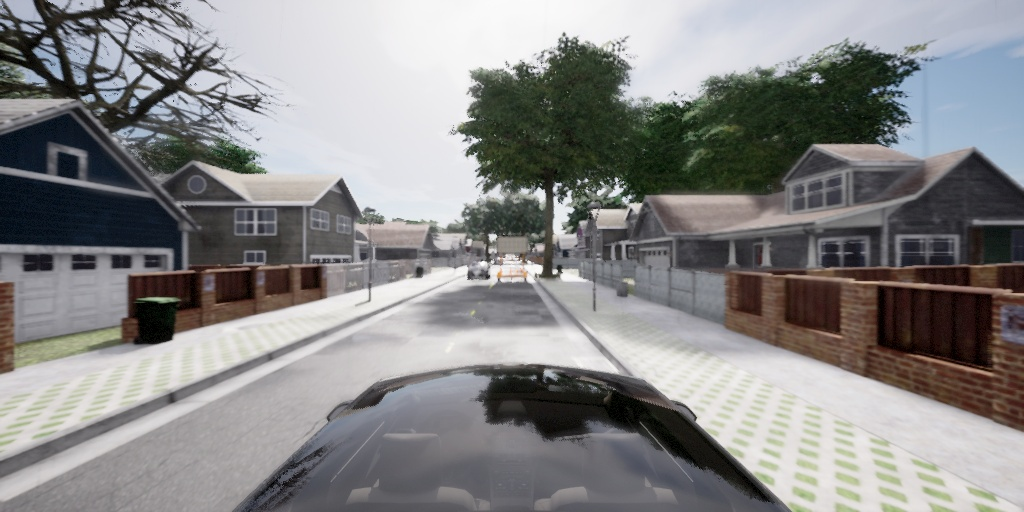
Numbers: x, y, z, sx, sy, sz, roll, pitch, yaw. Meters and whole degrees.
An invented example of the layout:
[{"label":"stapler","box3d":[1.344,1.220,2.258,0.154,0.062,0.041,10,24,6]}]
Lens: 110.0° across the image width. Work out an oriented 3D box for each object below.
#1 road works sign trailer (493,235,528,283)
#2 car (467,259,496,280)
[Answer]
[{"label":"road works sign trailer","box3d":[0.009,0.197,27.630,2.380,3.560,2.880,0,0,0]},{"label":"car","box3d":[-2.839,1.220,31.534,2.128,1.511,4.902,0,0,0]}]
